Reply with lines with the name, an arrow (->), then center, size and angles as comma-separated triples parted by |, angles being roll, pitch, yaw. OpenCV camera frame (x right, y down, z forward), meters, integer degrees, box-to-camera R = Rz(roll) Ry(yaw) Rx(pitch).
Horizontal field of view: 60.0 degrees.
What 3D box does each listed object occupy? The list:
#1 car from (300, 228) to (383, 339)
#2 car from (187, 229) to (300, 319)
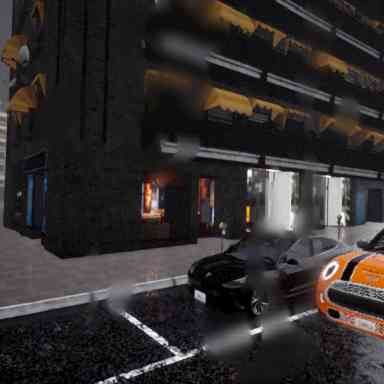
car -> 4.370, 1.356, 6.188 | 4.553, 1.767, 2.097 | 0, 0, -35
car -> 1.934, 1.570, 7.448 | 4.313, 1.339, 1.947 | 0, 2, -35
